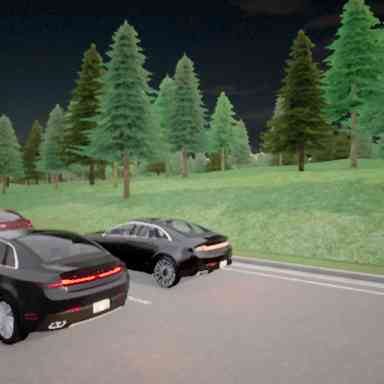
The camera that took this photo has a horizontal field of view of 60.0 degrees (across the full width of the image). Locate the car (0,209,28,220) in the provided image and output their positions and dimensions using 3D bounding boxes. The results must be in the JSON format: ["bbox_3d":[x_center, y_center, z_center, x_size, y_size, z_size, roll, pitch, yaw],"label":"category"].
[{"bbox_3d":[-8.742,1.451,14.566,4.674,1.442,1.812,0,0,36],"label":"car"}]

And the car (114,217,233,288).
[{"bbox_3d":[-1.241,1.461,9.196,4.902,1.511,2.128,0,0,35],"label":"car"}]

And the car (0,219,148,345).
[{"bbox_3d":[-3.318,1.471,6.376,4.892,1.490,1.837,-1,0,36],"label":"car"}]
